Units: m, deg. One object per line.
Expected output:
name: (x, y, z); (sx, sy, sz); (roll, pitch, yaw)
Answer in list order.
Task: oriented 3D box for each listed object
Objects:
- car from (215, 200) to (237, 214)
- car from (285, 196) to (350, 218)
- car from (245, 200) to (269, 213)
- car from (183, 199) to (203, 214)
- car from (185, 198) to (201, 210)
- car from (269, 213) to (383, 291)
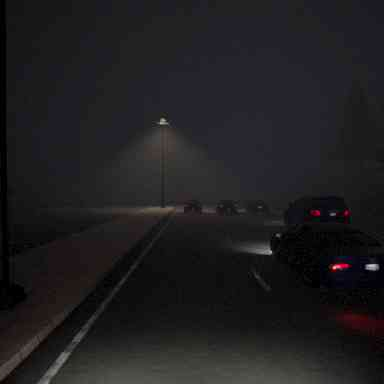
car: (3.600, 1.525, 34.935); (1.812, 1.442, 4.674); (0, 0, 0)
car: (7.100, 1.221, 19.415); (2.150, 2.045, 5.566); (0, 0, 0)
car: (7.101, 1.563, 36.615); (1.994, 1.385, 4.181); (0, 0, 0)
car: (0.094, 1.526, 35.627); (1.812, 1.442, 4.674); (0, 0, 0)
car: (0.097, 1.564, 44.387); (1.994, 1.385, 4.181); (0, 0, 0)
car: (3.601, 1.548, 9.152); (2.033, 1.411, 5.357); (0, 0, 0)
